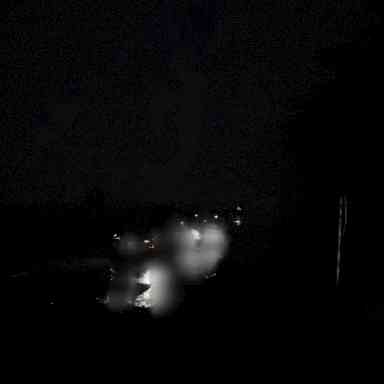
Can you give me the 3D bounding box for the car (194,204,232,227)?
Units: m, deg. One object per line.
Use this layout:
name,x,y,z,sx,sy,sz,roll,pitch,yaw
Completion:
car,1.577,1.838,25.794,1.895,1.301,4.718,2,0,16

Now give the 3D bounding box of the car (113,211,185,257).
car,-1.566,1.591,13.722,1.837,1.490,4.892,2,0,12

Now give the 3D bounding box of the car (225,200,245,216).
car,4.756,1.712,37.254,2.097,1.767,4.553,2,0,15
